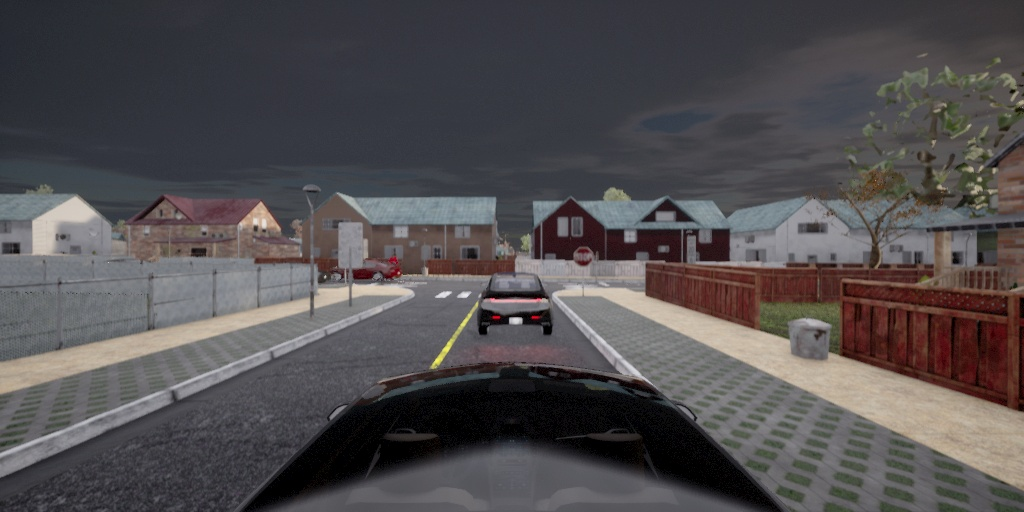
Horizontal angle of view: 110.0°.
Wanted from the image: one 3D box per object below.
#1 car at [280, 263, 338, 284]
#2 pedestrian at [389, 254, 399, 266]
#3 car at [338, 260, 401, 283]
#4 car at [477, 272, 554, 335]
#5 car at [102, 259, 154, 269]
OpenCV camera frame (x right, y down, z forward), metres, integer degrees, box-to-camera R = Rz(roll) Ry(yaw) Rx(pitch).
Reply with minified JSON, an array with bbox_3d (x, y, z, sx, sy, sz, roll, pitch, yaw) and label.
[{"bbox_3d":[-13.816,1.116,22.772,4.181,1.385,1.994,1,0,2],"label":"car"},{"bbox_3d":[-9.430,0.709,28.540,0.375,1.860,0.375,0,0,1],"label":"pedestrian"},{"bbox_3d":[-10.478,1.049,25.599,5.008,1.535,1.882,1,0,5],"label":"car"},{"bbox_3d":[0.077,1.211,10.320,2.128,1.511,4.902,0,0,0],"label":"car"},{"bbox_3d":[-24.221,0.950,22.967,4.892,1.490,1.837,1,0,1],"label":"car"}]
